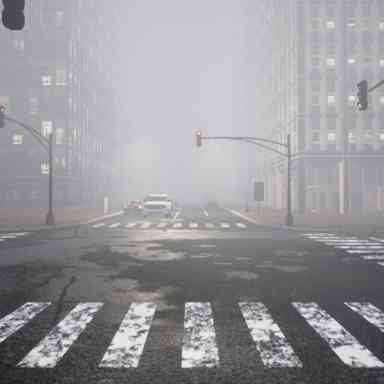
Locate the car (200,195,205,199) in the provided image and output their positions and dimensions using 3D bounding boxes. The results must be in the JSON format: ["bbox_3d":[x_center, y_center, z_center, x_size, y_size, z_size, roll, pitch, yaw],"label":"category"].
[{"bbox_3d":[2.712,1.547,56.285,1.752,1.417,4.829,1,0,0],"label":"car"}]

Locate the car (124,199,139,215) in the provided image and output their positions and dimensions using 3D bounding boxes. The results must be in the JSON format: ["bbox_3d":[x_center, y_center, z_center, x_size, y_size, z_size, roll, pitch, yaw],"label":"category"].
[{"bbox_3d":[-5.670,1.453,33.748,1.967,1.590,4.097,1,0,0],"label":"car"}]

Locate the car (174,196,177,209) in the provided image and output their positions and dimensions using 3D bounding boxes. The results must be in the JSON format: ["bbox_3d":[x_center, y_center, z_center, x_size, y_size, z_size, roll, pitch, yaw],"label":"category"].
[{"bbox_3d":[-3.093,1.541,40.235,1.812,1.442,4.674,0,0,0],"label":"car"}]

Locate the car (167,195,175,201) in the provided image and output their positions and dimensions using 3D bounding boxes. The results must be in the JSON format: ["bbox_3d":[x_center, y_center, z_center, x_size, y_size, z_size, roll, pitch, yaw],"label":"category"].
[{"bbox_3d":[-5.665,1.587,89.500,2.008,1.369,4.403,1,0,0],"label":"car"}]

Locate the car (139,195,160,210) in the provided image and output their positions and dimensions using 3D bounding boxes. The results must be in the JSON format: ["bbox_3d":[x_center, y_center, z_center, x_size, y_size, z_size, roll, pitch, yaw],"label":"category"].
[{"bbox_3d":[-5.666,1.332,44.898,2.192,1.841,5.009,1,0,0],"label":"car"}]

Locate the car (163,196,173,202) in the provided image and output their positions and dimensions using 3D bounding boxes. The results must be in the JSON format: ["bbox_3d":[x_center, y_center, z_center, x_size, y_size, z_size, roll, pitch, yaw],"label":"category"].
[{"bbox_3d":[-5.667,1.582,78.349,2.008,1.369,4.403,1,0,0],"label":"car"}]

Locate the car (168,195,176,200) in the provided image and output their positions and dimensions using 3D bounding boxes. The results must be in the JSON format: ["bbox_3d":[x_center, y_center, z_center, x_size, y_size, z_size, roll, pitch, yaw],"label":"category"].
[{"bbox_3d":[-5.665,1.605,95.075,1.947,1.339,4.313,1,0,0],"label":"car"}]

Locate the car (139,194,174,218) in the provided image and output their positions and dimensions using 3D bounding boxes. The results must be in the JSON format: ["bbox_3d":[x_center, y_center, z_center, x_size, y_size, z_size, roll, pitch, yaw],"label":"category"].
[{"bbox_3d":[-3.094,1.233,30.313,2.150,2.045,5.566,0,0,0],"label":"car"}]

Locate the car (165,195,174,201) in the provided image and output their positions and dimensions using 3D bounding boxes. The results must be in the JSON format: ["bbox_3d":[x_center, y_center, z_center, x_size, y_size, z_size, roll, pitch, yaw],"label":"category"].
[{"bbox_3d":[-5.666,1.578,83.924,1.887,1.381,4.507,1,0,0],"label":"car"}]

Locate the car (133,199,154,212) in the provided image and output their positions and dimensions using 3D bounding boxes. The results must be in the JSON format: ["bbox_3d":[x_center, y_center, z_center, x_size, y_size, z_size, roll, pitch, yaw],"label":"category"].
[{"bbox_3d":[-5.672,1.597,39.323,1.802,1.307,4.206,1,0,0],"label":"car"}]

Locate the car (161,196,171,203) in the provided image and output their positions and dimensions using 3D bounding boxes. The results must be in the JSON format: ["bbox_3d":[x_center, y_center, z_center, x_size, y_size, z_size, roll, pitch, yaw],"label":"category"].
[{"bbox_3d":[-5.667,1.573,72.774,1.887,1.381,4.507,1,0,0],"label":"car"}]

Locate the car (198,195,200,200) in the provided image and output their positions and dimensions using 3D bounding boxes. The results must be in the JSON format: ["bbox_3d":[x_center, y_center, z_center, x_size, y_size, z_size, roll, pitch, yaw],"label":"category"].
[{"bbox_3d":[2.711,1.590,61.692,1.947,1.339,4.313,1,0,0],"label":"car"}]

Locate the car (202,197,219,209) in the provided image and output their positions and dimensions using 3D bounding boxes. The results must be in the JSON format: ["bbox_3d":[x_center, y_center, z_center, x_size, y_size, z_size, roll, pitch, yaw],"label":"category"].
[{"bbox_3d":[2.708,1.599,44.959,1.802,1.307,4.206,1,0,0],"label":"car"}]
